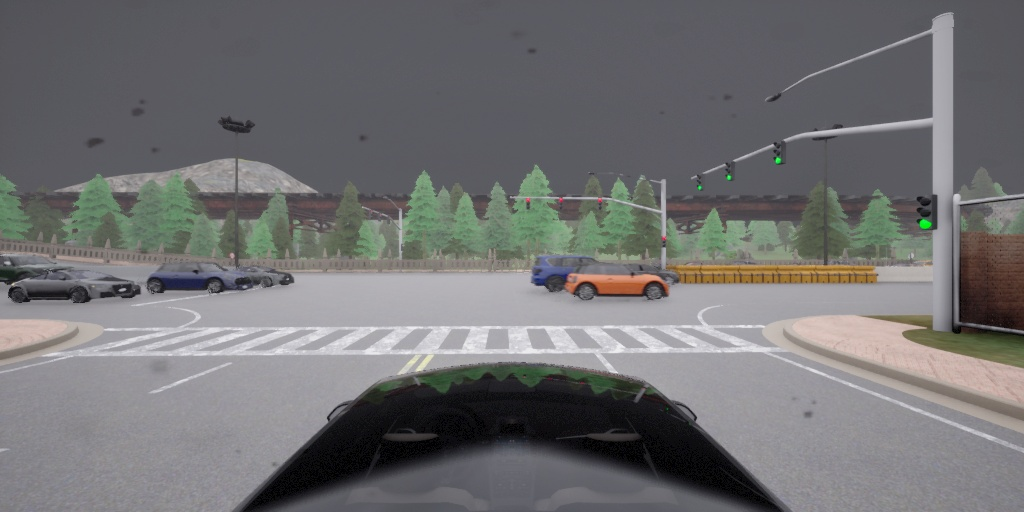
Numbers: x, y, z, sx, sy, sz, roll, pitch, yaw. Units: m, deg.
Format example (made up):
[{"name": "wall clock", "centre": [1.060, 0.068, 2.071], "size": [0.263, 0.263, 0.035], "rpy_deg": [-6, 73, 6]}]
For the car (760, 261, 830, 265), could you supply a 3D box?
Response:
[{"name": "car", "centre": [24.863, 1.314, 31.559], "size": [4.181, 1.385, 1.994], "rpy_deg": [0, 0, -2]}]

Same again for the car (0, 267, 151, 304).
[{"name": "car", "centre": [-19.175, 1.313, 15.859], "size": [4.181, 1.385, 1.994], "rpy_deg": [0, 0, 1]}]

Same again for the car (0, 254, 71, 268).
[{"name": "car", "centre": [-31.089, 0.910, 22.603], "size": [5.566, 2.045, 2.150], "rpy_deg": [1, 0, -2]}]

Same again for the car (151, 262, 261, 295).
[{"name": "car", "centre": [-16.853, 1.102, 19.543], "size": [4.553, 1.767, 2.097], "rpy_deg": [0, 0, -2]}]

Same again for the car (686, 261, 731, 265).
[{"name": "car", "centre": [15.873, 1.228, 31.276], "size": [5.008, 1.535, 1.882], "rpy_deg": [0, 0, -2]}]

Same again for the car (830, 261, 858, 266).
[{"name": "car", "centre": [34.696, 1.242, 38.866], "size": [4.902, 1.511, 2.128], "rpy_deg": [0, 0, -2]}]

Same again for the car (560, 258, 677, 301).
[{"name": "car", "centre": [4.823, 1.102, 16.724], "size": [4.553, 1.767, 2.097], "rpy_deg": [0, 0, -2]}]

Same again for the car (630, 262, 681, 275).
[{"name": "car", "centre": [15.287, 1.351, 38.261], "size": [4.718, 1.301, 1.895], "rpy_deg": [0, 0, -2]}]

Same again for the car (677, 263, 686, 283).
[{"name": "car", "centre": [8.526, 1.257, 23.842], "size": [4.892, 1.490, 1.837], "rpy_deg": [0, 0, -2]}]

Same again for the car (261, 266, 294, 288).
[{"name": "car", "centre": [-16.461, 1.312, 23.058], "size": [4.181, 1.385, 1.994], "rpy_deg": [0, 0, -2]}]

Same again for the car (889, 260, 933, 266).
[{"name": "car", "centre": [34.808, 1.314, 31.865], "size": [4.181, 1.385, 1.994], "rpy_deg": [0, 0, -2]}]

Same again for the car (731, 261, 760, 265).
[{"name": "car", "centre": [24.540, 1.241, 38.552], "size": [4.902, 1.511, 2.128], "rpy_deg": [0, 0, -2]}]

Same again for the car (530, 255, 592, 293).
[{"name": "car", "centre": [3.804, 0.971, 20.193], "size": [5.566, 2.045, 2.150], "rpy_deg": [0, 0, -2]}]
